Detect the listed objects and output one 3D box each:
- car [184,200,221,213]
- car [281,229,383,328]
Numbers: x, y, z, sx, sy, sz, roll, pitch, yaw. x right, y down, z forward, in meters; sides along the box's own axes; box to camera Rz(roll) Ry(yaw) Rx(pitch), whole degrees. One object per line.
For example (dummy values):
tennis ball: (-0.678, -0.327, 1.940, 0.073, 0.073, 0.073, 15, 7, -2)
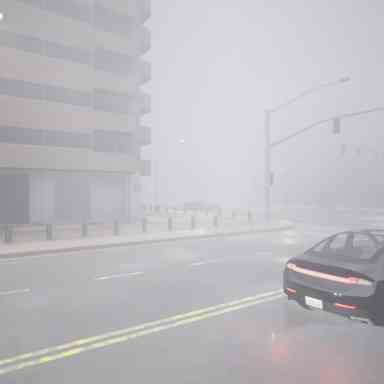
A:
car: (1.102, 1.544, 36.986, 1.895, 1.301, 4.718, 0, 0, -35)
car: (3.876, 1.491, 6.511, 4.902, 1.511, 2.128, 0, 0, -35)
